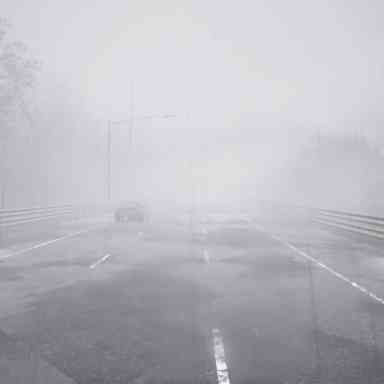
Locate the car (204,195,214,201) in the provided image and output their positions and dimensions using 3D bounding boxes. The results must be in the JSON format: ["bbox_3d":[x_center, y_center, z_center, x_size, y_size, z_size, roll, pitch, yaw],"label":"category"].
[{"bbox_3d":[4.131,1.677,85.789,1.895,1.301,4.718,0,0,7],"label":"car"}]

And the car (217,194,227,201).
[{"bbox_3d":[7.695,1.437,86.132,2.097,1.767,4.553,0,0,7],"label":"car"}]

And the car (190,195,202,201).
[{"bbox_3d":[0.601,1.622,85.736,2.033,1.411,5.357,0,0,7],"label":"car"}]

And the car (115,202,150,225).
[{"bbox_3d":[-4.289,1.502,24.532,2.128,1.511,4.902,0,0,2],"label":"car"}]
